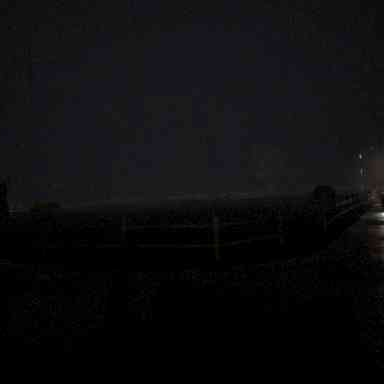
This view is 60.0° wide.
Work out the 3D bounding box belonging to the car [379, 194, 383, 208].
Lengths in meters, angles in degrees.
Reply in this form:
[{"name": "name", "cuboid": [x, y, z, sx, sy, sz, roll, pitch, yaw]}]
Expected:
[{"name": "car", "cuboid": [19.348, 0.698, 32.123, 2.128, 1.511, 4.902, -4, -1, 32]}]
